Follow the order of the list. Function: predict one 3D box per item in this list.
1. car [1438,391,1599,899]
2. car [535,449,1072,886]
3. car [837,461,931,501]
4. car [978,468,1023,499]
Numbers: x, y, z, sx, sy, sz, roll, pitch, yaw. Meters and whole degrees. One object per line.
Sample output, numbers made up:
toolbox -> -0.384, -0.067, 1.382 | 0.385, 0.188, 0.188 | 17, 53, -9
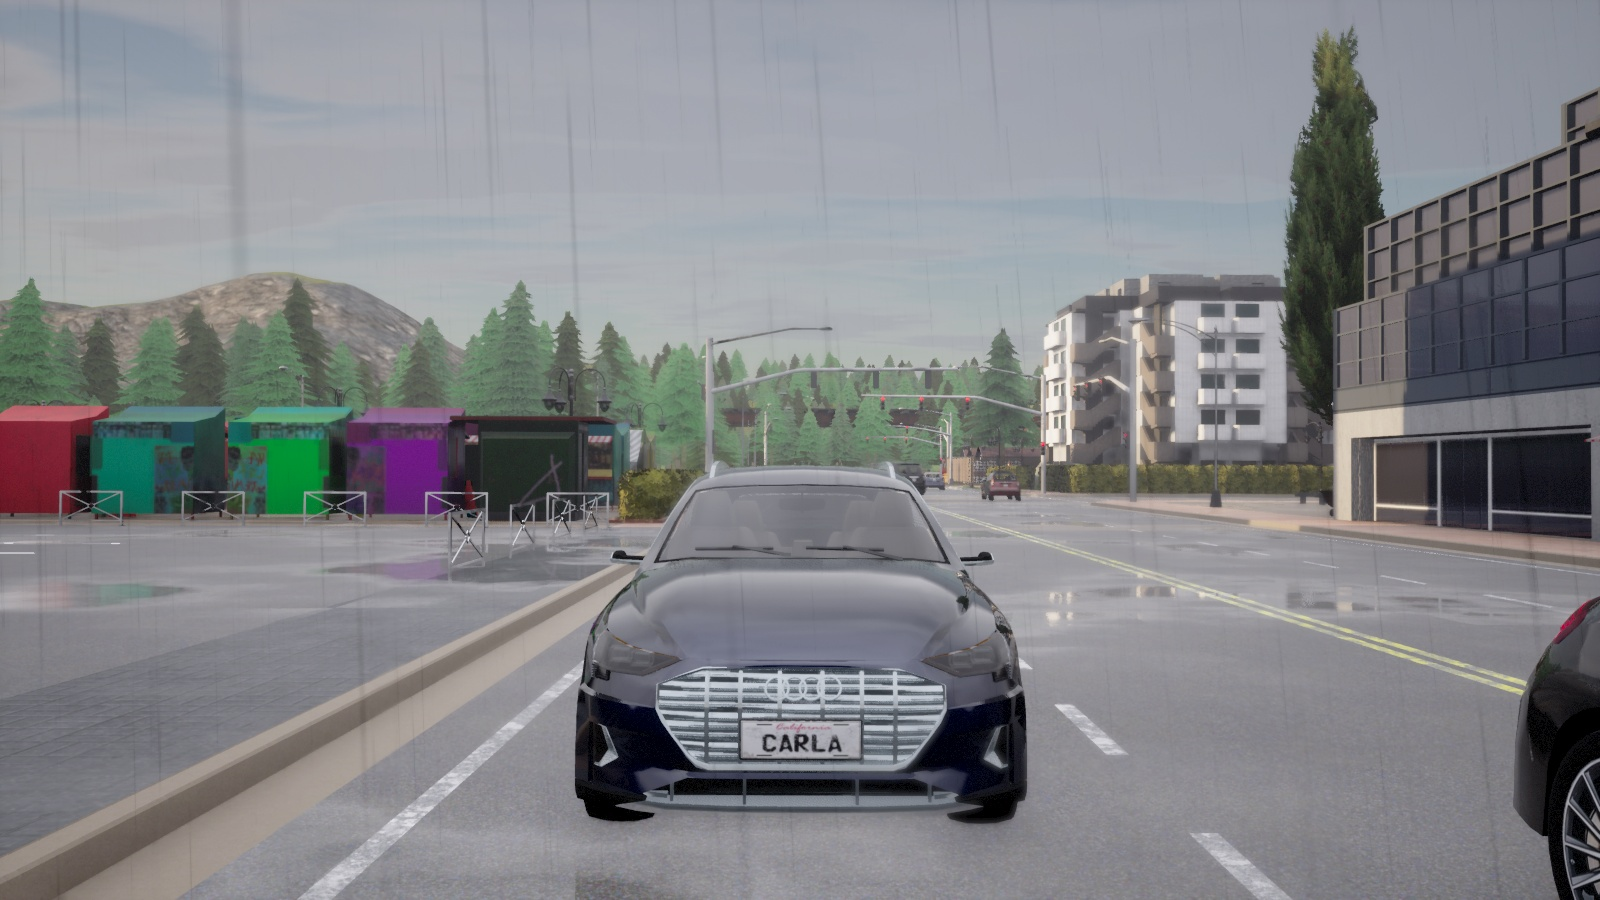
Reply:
car -> 3.494, 0.617, 2.241 | 2.152, 1.651, 5.027 | 0, -1, 0
car -> 0.019, 0.865, 7.197 | 2.033, 1.649, 4.856 | 0, -1, 0
car -> 4.434, 1.639, 67.067 | 2.150, 2.045, 5.566 | 1, -1, -32
car -> 11.021, 1.828, 69.199 | 1.851, 1.617, 3.988 | 0, -1, 0
